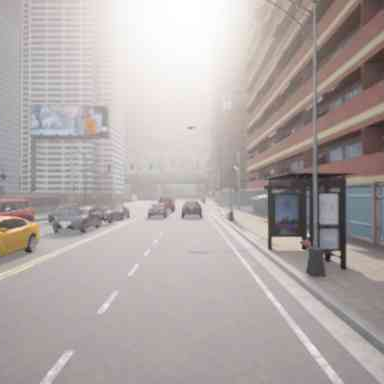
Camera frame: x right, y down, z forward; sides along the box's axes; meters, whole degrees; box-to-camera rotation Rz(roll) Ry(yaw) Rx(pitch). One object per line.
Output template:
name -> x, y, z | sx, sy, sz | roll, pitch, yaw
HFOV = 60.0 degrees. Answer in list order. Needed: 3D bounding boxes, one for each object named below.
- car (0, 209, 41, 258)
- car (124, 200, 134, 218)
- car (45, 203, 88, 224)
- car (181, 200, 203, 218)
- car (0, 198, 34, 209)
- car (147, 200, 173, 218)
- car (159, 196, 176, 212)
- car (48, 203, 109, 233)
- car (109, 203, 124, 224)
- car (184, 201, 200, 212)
car -> -7.100, 1.579, 11.517 | 1.882, 1.535, 5.008 | 0, 0, 0
car -> -7.032, 1.798, 31.219 | 1.812, 1.442, 4.674 | 0, 0, 1
car -> -10.550, 1.753, 28.437 | 1.837, 1.490, 4.892 | 0, 0, 0
car -> -0.006, 1.650, 34.357 | 2.097, 1.767, 4.553 | 0, -1, 0
car -> -10.597, 1.379, 18.022 | 2.150, 2.045, 5.566 | 0, 0, 0
car -> -3.411, 1.844, 34.060 | 2.033, 1.411, 5.357 | 0, 0, 0
car -> -3.428, 1.620, 45.473 | 2.150, 2.045, 5.566 | 0, 0, 0
car -> -7.089, 1.675, 20.995 | 2.128, 1.511, 4.902 | 0, 0, 0
car -> -7.006, 1.700, 26.290 | 1.994, 1.385, 4.181 | 0, 0, 0
car -> 0.012, 1.956, 45.091 | 1.994, 1.385, 4.181 | 0, 0, 1
